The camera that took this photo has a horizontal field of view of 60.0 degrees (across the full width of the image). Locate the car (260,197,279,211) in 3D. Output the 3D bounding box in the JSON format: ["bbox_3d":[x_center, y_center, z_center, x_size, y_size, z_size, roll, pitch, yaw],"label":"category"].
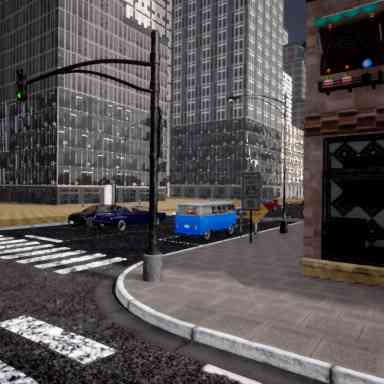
[{"bbox_3d":[7.831,1.505,36.826,1.895,1.301,4.718,1,1,36],"label":"car"}]

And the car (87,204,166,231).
[{"bbox_3d":[-3.787,1.541,20.541,1.895,1.301,4.718,1,1,35],"label":"car"}]

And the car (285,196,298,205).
[{"bbox_3d":[16.381,1.364,53.299,1.752,1.417,4.829,1,1,35],"label":"car"}]

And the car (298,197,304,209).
[{"bbox_3d":[15.554,1.415,42.259,1.882,1.535,5.008,1,1,36],"label":"car"}]

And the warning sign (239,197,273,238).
[{"bbox_3d":[3.109,1.177,16.137,1.300,1.860,1.060,1,1,35],"label":"warning sign"}]

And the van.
[{"bbox_3d":[0.829,1.368,17.033,1.690,1.788,3.998,1,1,35],"label":"van"}]

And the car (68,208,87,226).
[{"bbox_3d":[-5.998,1.467,21.900,1.947,1.339,4.313,1,1,35],"label":"car"}]

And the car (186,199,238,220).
[{"bbox_3d":[1.831,1.414,28.419,2.128,1.511,4.902,1,1,35],"label":"car"}]
